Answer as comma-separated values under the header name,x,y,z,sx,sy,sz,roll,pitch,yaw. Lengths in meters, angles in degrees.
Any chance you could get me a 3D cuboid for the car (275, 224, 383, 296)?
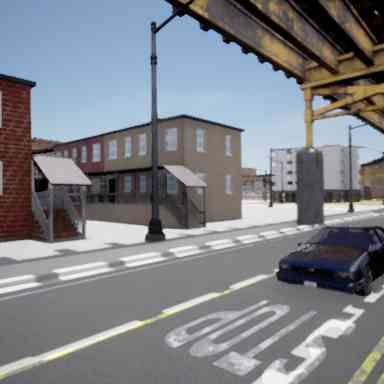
name,x,y,z,sx,sy,sz,roll,pitch,yaw
car,4.339,1.620,9.181,2.033,1.411,5.357,-1,-1,42
